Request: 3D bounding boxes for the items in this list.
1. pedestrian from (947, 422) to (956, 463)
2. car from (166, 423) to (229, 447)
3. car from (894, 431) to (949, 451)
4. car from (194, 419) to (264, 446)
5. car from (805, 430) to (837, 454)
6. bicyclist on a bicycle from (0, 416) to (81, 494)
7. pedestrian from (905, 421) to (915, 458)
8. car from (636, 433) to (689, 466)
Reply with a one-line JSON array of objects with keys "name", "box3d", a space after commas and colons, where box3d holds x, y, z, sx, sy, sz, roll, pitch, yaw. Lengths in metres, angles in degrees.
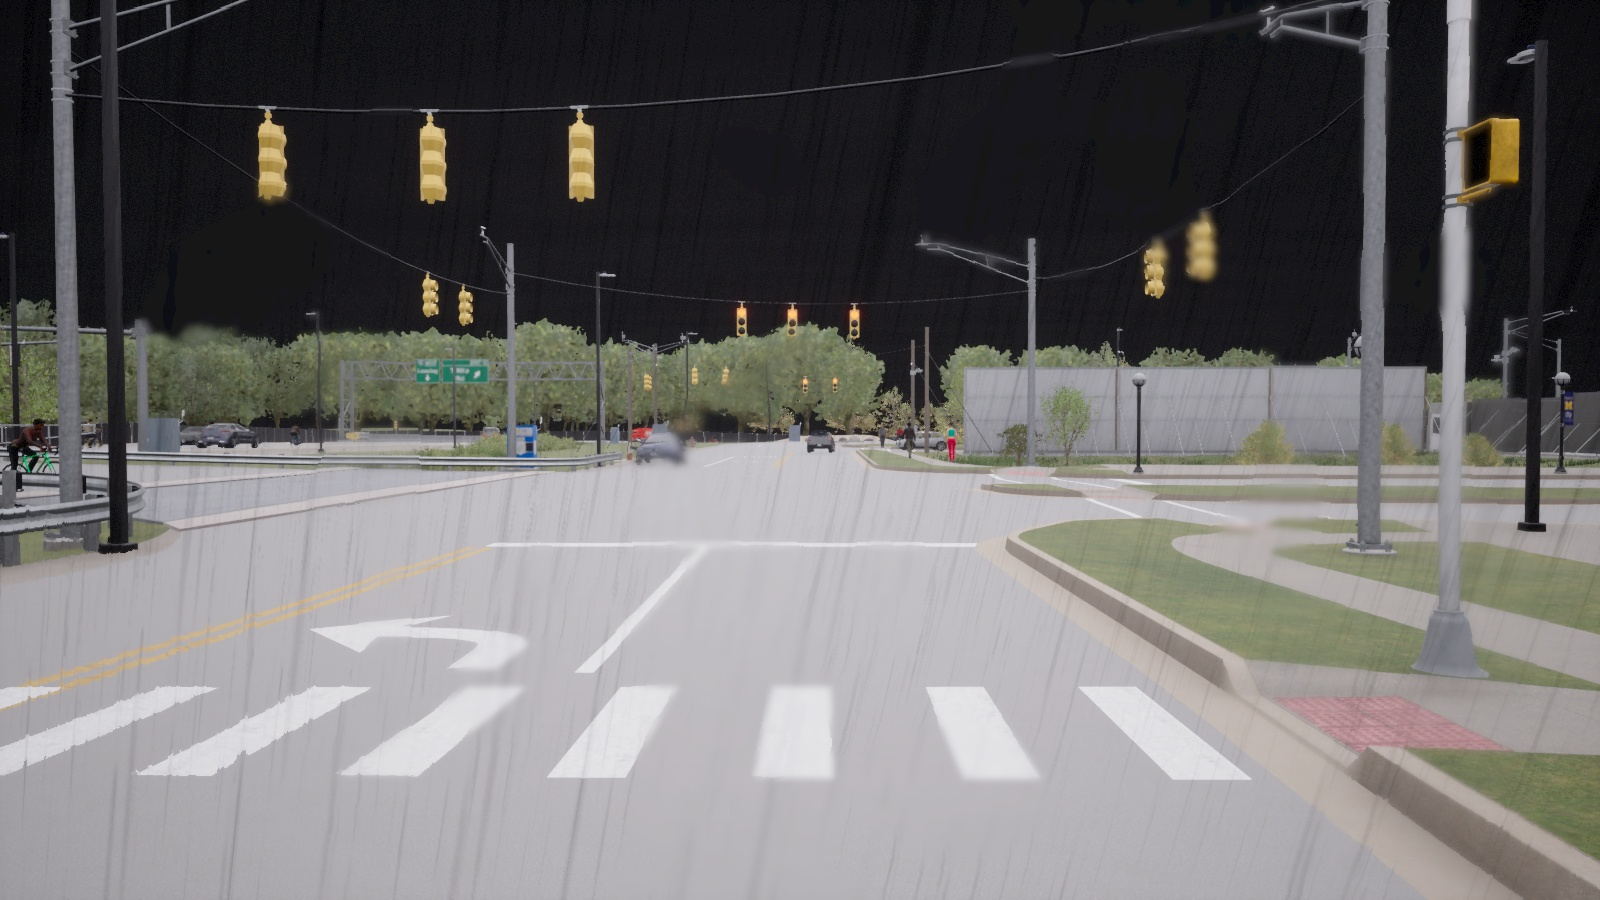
[{"name": "pedestrian", "box3d": [6.959, -0.351, 57.638, 0.345, 1.836, 0.594, 0, 2, 1]}, {"name": "car", "box3d": [-40.438, -0.996, 84.440, 2.007, 1.525, 4.514, 0, 1, 1]}, {"name": "car", "box3d": [9.386, -0.709, 97.241, 3.806, 1.475, 1.970, 1, 2, -9]}, {"name": "car", "box3d": [-36.986, -1.130, 81.468, 2.152, 1.651, 5.027, 0, 1, 1]}, {"name": "car", "box3d": [1.423, -0.557, 83.866, 1.845, 1.501, 3.633, 0, 1, 5]}, {"name": "bicyclist on a bicycle", "box3d": [-16.783, 0.111, 27.556, 1.656, 1.620, 0.582, -2, 0, 8]}, {"name": "pedestrian", "box3d": [5.530, -0.525, 63.311, 0.431, 1.840, 0.703, 0, 2, 1]}, {"name": "car", "box3d": [-6.296, -0.042, 57.913, 1.812, 1.442, 4.674, 0, 1, 1]}]
